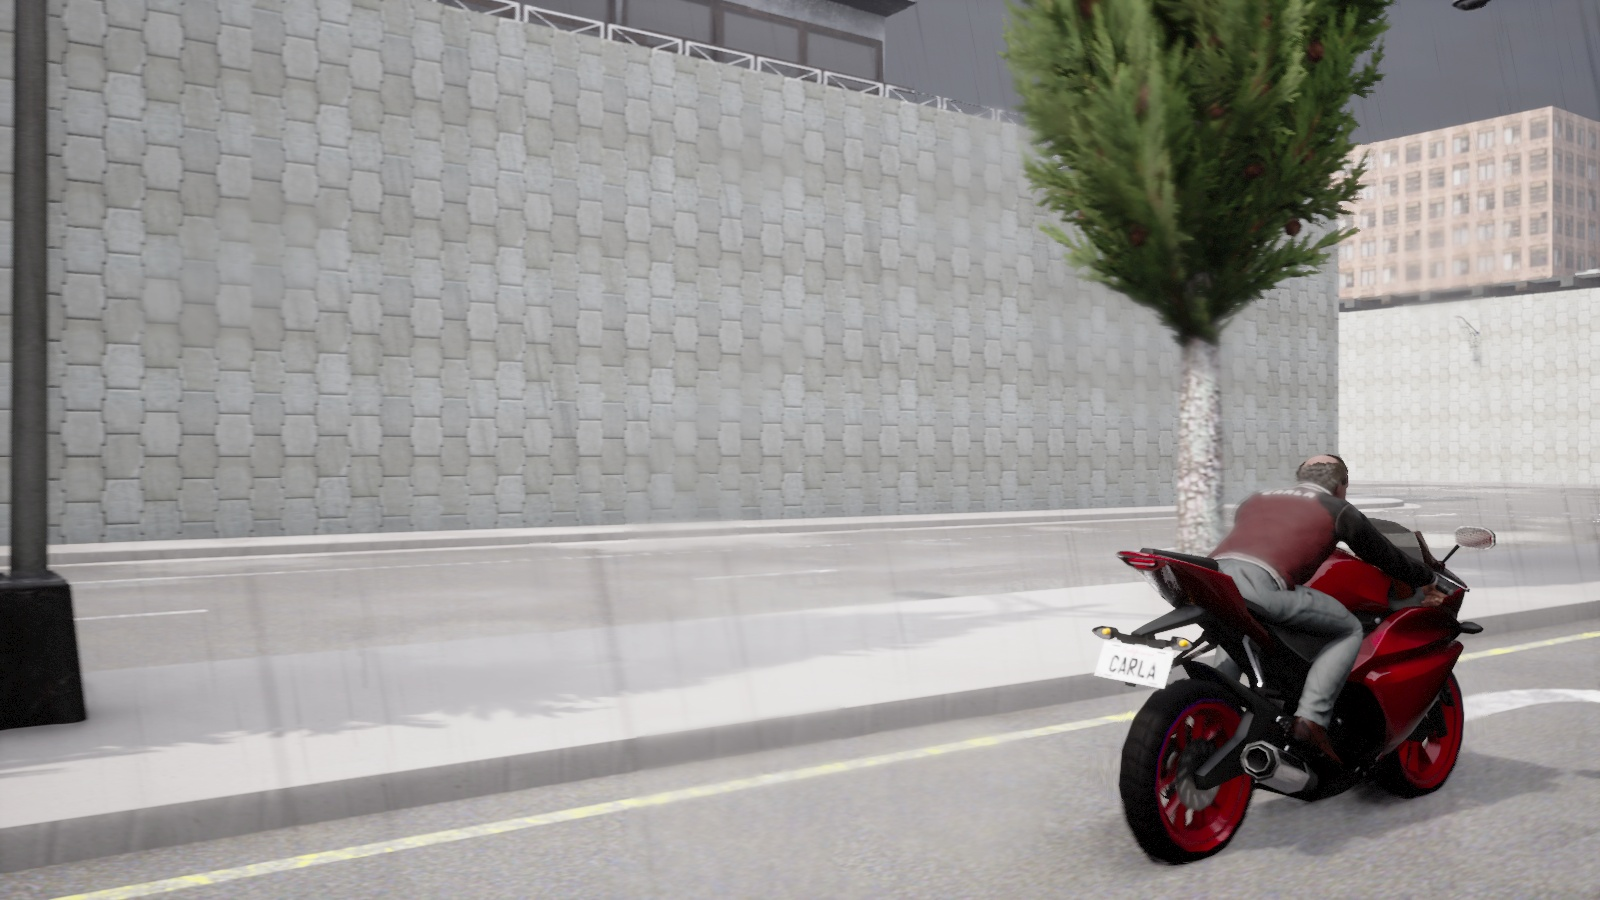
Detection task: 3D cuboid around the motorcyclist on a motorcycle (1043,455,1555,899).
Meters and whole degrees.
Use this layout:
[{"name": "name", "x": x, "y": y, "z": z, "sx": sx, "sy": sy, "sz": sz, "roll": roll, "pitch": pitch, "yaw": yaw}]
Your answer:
[{"name": "motorcyclist on a motorcycle", "x": 2.083, "y": 0.788, "z": 5.108, "sx": 2.191, "sy": 1.530, "sz": 0.866, "roll": 0, "pitch": 0, "yaw": -35}]
